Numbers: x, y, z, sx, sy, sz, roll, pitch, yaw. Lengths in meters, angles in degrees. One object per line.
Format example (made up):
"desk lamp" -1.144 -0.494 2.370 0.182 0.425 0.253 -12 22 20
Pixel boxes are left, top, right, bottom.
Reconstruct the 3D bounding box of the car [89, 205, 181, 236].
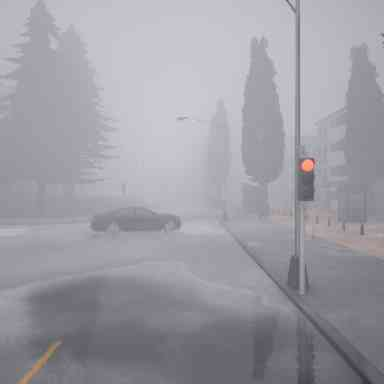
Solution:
"car" -3.060 1.477 18.295 5.008 1.535 1.882 0 1 -24
